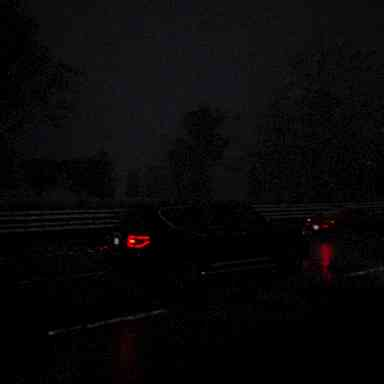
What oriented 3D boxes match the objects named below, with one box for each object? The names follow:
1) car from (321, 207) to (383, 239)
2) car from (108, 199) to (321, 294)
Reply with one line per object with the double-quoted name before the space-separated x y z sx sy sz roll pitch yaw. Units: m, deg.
"car" 7.913 1.489 16.954 4.674 1.442 1.812 0 0 -29
"car" 0.605 1.203 8.890 5.566 2.045 2.150 0 0 -29
